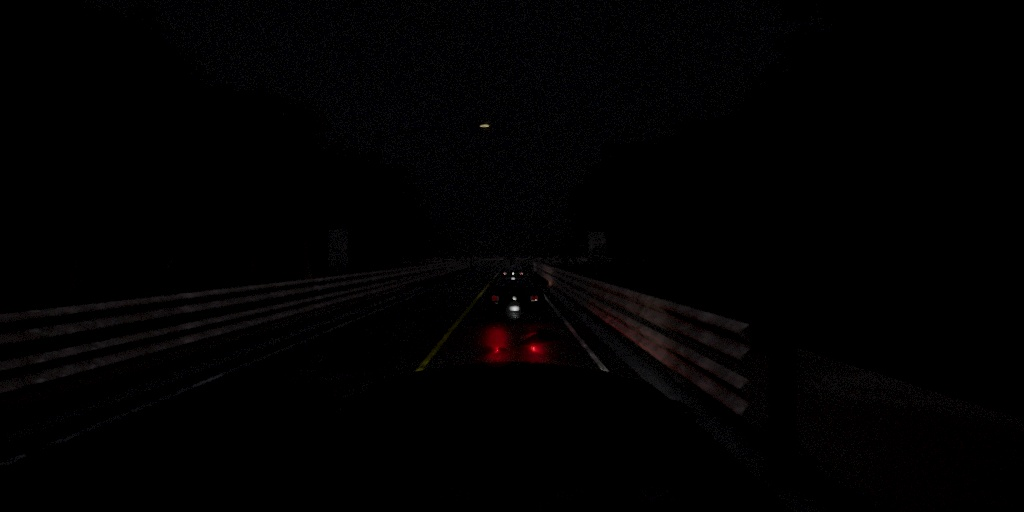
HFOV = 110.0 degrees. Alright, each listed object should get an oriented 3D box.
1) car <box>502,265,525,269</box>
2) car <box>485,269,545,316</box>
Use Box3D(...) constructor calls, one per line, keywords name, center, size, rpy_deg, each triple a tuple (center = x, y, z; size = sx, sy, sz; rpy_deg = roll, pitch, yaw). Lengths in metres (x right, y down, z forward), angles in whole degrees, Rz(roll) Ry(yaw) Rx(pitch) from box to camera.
Box3D(name="car", center=(0.093, 1.344, 28.770), size=(1.895, 1.301, 4.718), rpy_deg=(0, 0, 0))
Box3D(name="car", center=(0.092, 1.348, 13.376), size=(1.895, 1.301, 4.718), rpy_deg=(0, 0, 0))
